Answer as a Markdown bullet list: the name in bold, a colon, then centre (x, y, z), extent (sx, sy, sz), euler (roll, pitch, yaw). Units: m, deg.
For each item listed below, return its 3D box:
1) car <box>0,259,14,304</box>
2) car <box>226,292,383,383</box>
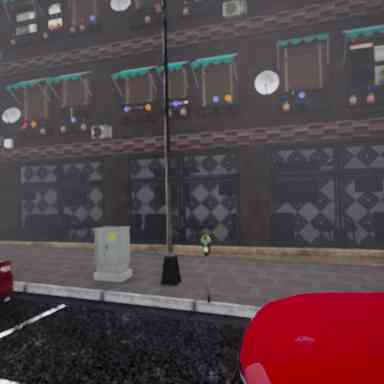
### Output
- **car**: centre (-5.557, 1.553, 6.239), extent (4.507, 1.381, 1.887), euler (0, -1, 18)
- **car**: centre (2.886, 1.226, 1.708), extent (5.566, 2.045, 2.150), euler (0, 0, 18)
